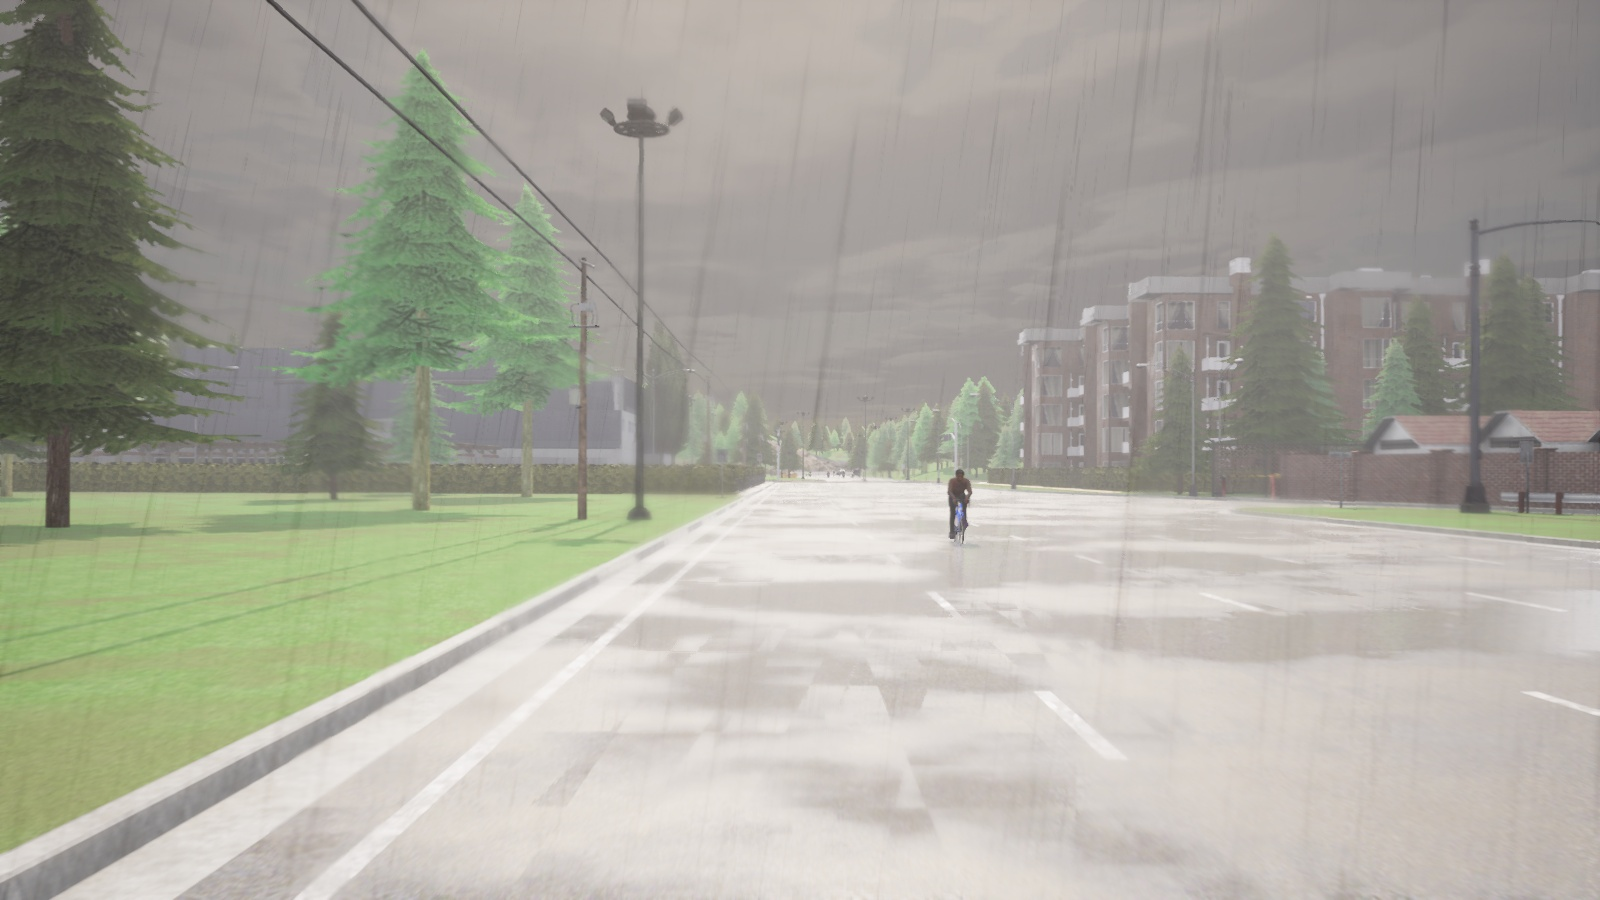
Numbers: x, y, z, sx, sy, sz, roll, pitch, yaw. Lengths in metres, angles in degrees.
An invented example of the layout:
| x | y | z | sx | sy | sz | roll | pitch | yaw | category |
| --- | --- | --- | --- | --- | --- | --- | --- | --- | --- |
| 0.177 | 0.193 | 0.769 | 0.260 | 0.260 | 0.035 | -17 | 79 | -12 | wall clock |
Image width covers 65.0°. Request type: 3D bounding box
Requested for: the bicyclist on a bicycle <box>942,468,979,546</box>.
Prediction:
| x | y | z | sx | sy | sz | roll | pitch | yaw | category |
| --- | --- | --- | --- | --- | --- | --- | --- | --- | --- |
| 3.435 | 1.206 | 26.994 | 0.582 | 1.620 | 1.656 | 0 | -1 | 0 | bicyclist on a bicycle |
